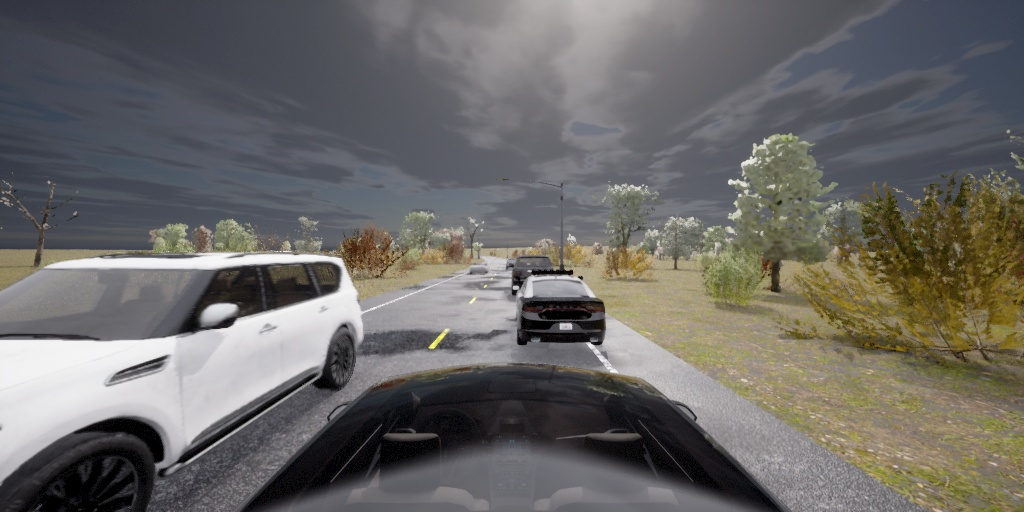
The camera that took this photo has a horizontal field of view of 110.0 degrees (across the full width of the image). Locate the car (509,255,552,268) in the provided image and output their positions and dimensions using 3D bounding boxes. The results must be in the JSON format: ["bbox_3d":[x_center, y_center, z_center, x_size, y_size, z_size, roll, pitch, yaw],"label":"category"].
[{"bbox_3d":[1.057,0.957,19.512,2.150,2.045,5.566,0,0,0],"label":"car"}]

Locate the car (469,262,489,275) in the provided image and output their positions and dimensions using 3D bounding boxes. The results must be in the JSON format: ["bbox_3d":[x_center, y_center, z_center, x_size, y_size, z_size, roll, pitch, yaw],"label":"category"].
[{"bbox_3d":[-3.489,1.298,38.722,1.895,1.301,4.718,0,0,0],"label":"car"}]

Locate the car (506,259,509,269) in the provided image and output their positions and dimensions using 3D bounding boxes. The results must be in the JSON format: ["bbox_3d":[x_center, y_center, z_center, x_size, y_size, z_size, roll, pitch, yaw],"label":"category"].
[{"bbox_3d":[0.074,1.209,52.232,2.033,1.411,5.357,0,0,1],"label":"car"}]

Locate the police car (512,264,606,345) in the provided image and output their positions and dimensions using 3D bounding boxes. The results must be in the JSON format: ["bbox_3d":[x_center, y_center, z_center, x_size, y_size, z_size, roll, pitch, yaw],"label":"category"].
[{"bbox_3d":[1.053,1.170,9.592,1.930,1.638,5.238,0,0,0],"label":"police car"}]

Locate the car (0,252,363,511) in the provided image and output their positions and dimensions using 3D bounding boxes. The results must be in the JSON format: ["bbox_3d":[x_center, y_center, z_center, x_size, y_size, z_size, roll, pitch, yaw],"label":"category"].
[{"bbox_3d":[-3.599,0.970,3.881,2.150,2.045,5.566,0,0,0],"label":"car"}]
